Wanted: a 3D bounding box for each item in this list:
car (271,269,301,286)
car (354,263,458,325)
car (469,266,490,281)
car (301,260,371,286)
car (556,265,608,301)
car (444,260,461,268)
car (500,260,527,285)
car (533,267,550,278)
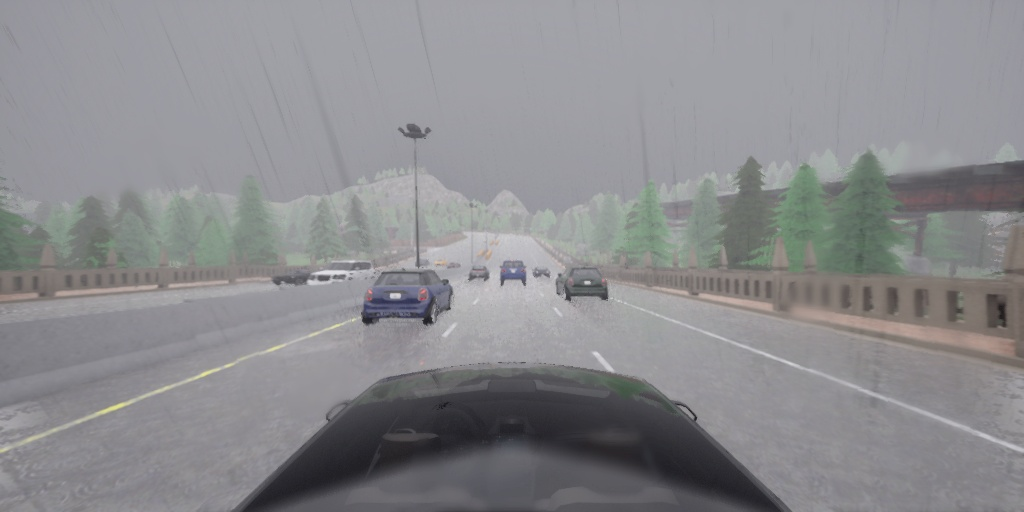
[{"bbox_3d":[-17.591,1.754,29.741,1.895,1.301,4.718,0,-1,0],"label":"car"},{"bbox_3d":[-3.398,1.227,12.572,2.097,1.767,4.553,0,-1,0],"label":"car"},{"bbox_3d":[-3.395,1.775,37.866,2.128,1.511,4.902,0,-1,0],"label":"car"},{"bbox_3d":[-10.595,1.264,22.826,2.150,2.045,5.566,0,-1,0],"label":"car"},{"bbox_3d":[3.603,1.336,19.209,2.097,1.767,4.553,0,-1,0],"label":"car"},{"bbox_3d":[-10.501,1.760,64.442,1.895,1.301,4.718,0,3,0],"label":"car"},{"bbox_3d":[0.104,1.404,31.670,2.150,2.045,5.566,0,-1,0],"label":"car"},{"bbox_3d":[3.606,2.000,44.980,1.895,1.301,4.718,0,-1,0],"label":"car"}]
